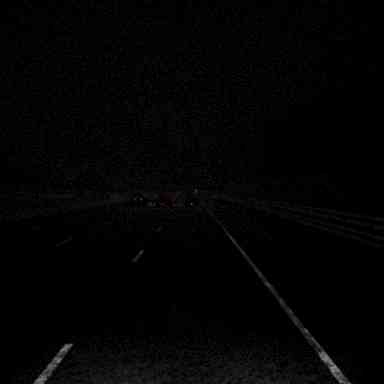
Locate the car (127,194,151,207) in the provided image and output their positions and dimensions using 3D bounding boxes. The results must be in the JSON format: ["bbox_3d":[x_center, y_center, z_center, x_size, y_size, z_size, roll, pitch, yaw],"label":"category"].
[{"bbox_3d":[-6.993,0.989,42.811,2.097,1.767,4.553,0,0,0],"label":"car"}]

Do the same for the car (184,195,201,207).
[{"bbox_3d":[0.007,1.143,42.787,1.837,1.490,4.892,0,0,0],"label":"car"}]

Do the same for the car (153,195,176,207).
[{"bbox_3d":[-3.491,1.141,42.575,1.837,1.490,4.892,0,0,0],"label":"car"}]

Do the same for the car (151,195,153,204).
[{"bbox_3d":[-6.977,1.176,54.407,1.994,1.385,4.181,0,0,1],"label":"car"}]

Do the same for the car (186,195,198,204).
[{"bbox_3d":[0.033,1.174,55.081,1.994,1.385,4.181,0,0,1],"label":"car"}]
